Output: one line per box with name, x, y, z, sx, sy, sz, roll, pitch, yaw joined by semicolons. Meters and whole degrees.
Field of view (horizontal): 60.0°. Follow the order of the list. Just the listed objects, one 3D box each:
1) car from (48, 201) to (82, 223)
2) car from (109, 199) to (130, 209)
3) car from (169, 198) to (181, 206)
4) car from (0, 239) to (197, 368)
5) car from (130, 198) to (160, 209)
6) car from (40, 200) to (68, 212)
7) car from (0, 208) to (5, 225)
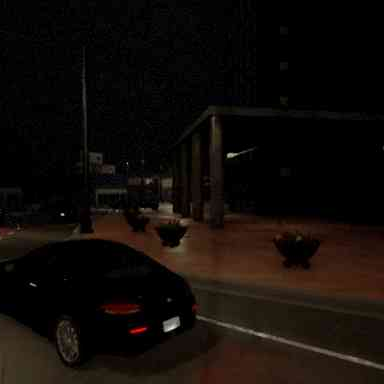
car;-10.551;1.776;28.150;1.994;1.385;4.181;0;0;-10
car;-10.627;1.842;51.049;1.837;1.490;4.892;-1;-1;30
car;-2.656;1.873;65.269;1.837;1.490;4.892;0;-1;29
car;-2.019;1.568;5.817;4.674;1.442;1.812;-1;0;40
car;-6.711;1.661;50.342;2.097;1.767;4.553;0;0;28
car;-16.693;1.802;42.367;1.882;1.535;5.008;-1;0;41
car;-15.465;1.717;25.268;2.128;1.511;4.902;0;-1;-35
